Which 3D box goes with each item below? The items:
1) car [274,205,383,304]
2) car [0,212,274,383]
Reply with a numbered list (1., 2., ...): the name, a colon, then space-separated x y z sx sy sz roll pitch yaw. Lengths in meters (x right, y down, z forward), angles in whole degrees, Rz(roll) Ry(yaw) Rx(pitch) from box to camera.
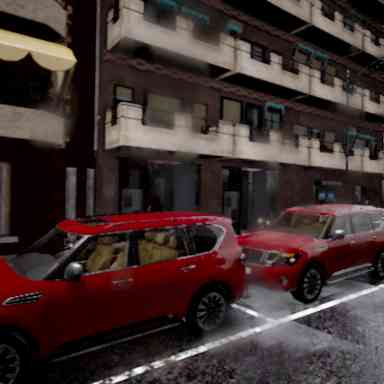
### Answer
1. car: 3.172 1.288 8.335 5.009 1.841 2.192 0 2 -35
2. car: -1.329 1.309 5.123 5.009 1.841 2.192 0 2 -35
